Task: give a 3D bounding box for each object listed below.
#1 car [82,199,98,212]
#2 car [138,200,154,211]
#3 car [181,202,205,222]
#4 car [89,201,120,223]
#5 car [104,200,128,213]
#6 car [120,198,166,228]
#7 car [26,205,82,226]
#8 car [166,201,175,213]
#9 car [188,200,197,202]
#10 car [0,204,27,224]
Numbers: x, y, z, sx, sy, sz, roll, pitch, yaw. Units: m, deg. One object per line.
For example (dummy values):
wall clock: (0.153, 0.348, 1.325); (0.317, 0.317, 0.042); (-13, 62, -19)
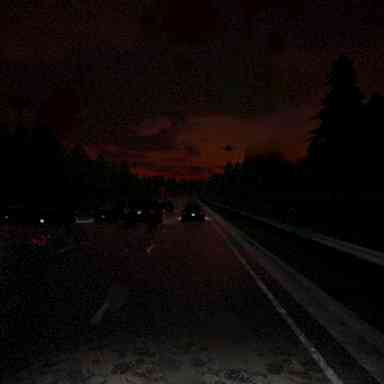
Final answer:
car: (-13.917, 1.831, 46.748); (2.097, 1.767, 4.553); (0, -1, 0)
car: (-6.916, 2.040, 50.082); (1.812, 1.442, 4.674); (0, 0, 0)
car: (0.089, 1.866, 29.332); (1.994, 1.385, 4.181); (0, -1, 0)
car: (-6.909, 1.770, 28.452); (1.882, 1.535, 5.008); (0, 0, 0)
car: (-10.416, 1.963, 45.835); (2.128, 1.511, 4.902); (0, 0, 0)
car: (-3.480, 1.478, 24.750); (2.150, 2.045, 5.566); (0, 0, 0)
car: (-10.409, 1.768, 25.507); (1.837, 1.490, 4.892); (0, 0, 0)
car: (-3.430, 1.958, 43.794); (1.837, 1.490, 4.892); (0, 0, 0)
car: (0.082, 2.014, 52.160); (1.882, 1.535, 5.008); (0, -1, 0)
car: (-13.910, 1.761, 27.564); (1.882, 1.535, 5.008); (0, 0, 0)
